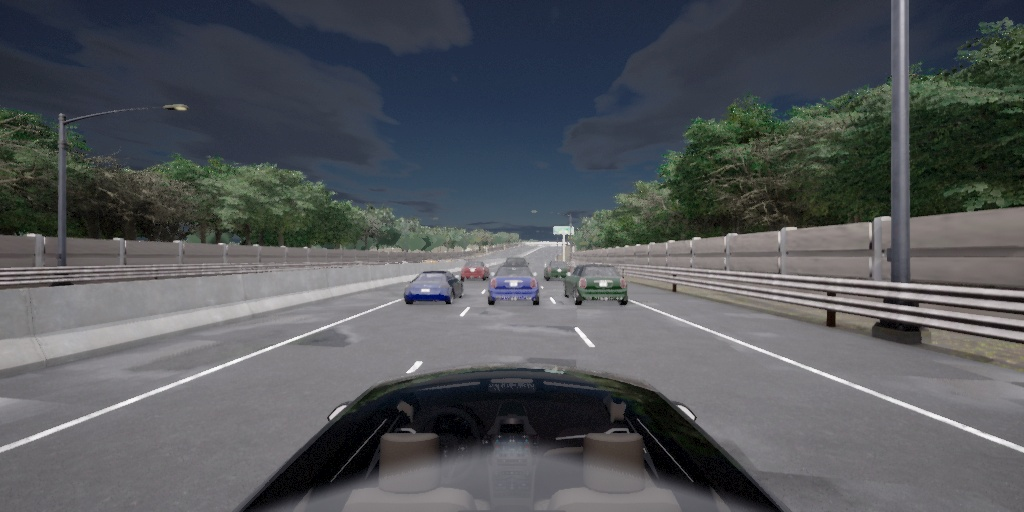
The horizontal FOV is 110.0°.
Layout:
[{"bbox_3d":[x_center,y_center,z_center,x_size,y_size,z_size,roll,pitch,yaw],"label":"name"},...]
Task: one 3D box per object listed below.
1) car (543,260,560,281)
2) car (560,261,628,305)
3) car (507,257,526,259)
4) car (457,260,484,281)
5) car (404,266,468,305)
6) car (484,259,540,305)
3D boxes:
[{"bbox_3d":[3.871,1.206,30.965,2.097,1.767,4.553,0,0,1],"label":"car"},{"bbox_3d":[3.592,1.138,16.120,2.097,1.767,4.553,0,0,1],"label":"car"},{"bbox_3d":[0.373,1.097,31.113,2.150,2.045,5.566,0,0,1],"label":"car"},{"bbox_3d":[-3.127,1.204,31.141,2.097,1.767,4.553,0,0,1],"label":"car"},{"bbox_3d":[-3.407,1.343,16.237,1.994,1.385,4.181,0,0,1],"label":"car"},{"bbox_3d":[0.092,1.137,16.164,2.097,1.767,4.553,0,0,1],"label":"car"}]
